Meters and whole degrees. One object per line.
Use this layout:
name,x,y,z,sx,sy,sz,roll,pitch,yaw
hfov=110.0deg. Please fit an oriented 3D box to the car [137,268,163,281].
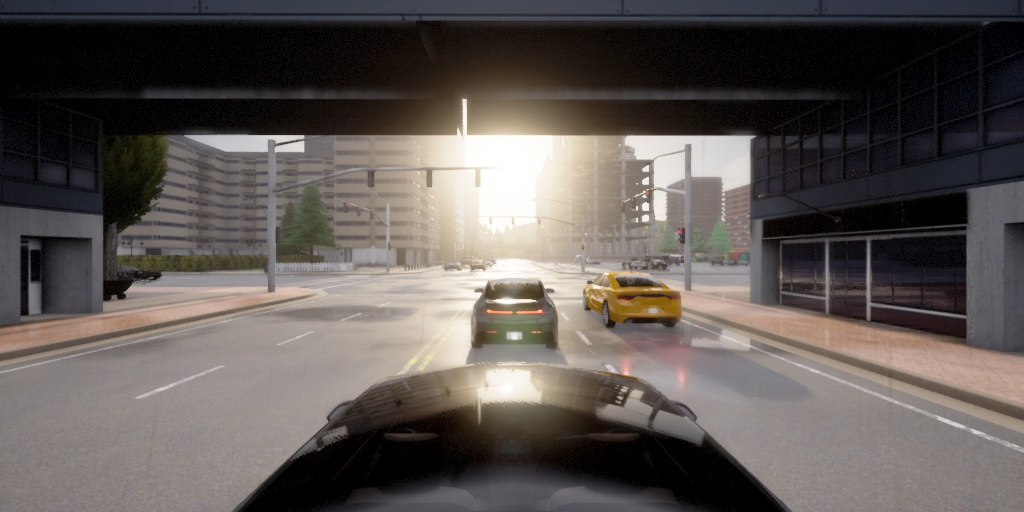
car,-29.814,1.350,27.421,4.718,1.301,1.895,0,0,0

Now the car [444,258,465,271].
car,-8.005,1.312,48.937,1.994,1.385,4.181,0,0,0

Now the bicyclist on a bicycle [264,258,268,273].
bicyclist on a bicycle,-26.006,1.050,38.419,0.582,1.620,1.656,0,0,0

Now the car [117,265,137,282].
car,-28.374,1.313,23.927,4.181,1.385,1.994,0,0,0

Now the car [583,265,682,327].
car,3.575,1.227,11.533,1.882,1.535,5.008,0,0,0

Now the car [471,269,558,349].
car,0.064,1.255,9.162,1.837,1.490,4.892,0,0,0

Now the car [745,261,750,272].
car,25.806,1.350,34.790,4.718,1.301,1.895,0,0,1

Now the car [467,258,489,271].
car,-4.503,1.350,48.291,1.895,1.301,4.718,0,0,0
